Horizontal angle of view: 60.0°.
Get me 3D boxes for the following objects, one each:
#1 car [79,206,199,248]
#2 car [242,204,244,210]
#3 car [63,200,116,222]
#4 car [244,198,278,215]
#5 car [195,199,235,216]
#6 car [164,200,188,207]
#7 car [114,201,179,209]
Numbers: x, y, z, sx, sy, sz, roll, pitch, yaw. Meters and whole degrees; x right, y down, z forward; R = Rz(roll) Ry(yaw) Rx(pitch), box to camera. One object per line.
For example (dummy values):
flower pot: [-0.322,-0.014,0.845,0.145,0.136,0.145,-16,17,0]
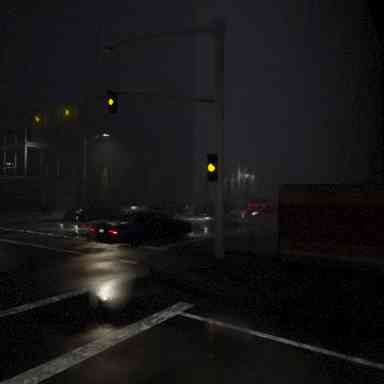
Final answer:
car: [-2.162,1.604,15.309,2.033,1.411,5.357,0,0,36]
car: [8.054,1.581,41.953,1.812,1.442,4.674,0,0,36]
car: [-7.689,1.407,25.973,2.097,1.767,4.553,0,0,36]
car: [7.676,1.407,35.095,2.097,1.767,4.553,0,0,36]
car: [2.088,1.533,33.631,1.882,1.535,5.008,0,0,35]
car: [-2.376,1.560,33.408,1.837,1.490,4.892,0,0,36]
car: [-3.424,1.656,25.925,1.895,1.301,4.718,0,0,36]
